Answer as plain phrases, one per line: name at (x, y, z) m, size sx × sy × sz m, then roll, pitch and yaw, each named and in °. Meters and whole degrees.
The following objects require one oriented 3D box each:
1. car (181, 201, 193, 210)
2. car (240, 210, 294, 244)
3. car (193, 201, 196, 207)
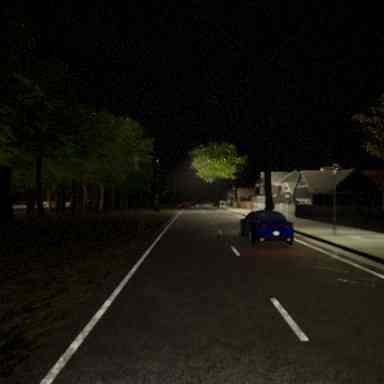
car at (-1.231, 2.768, 66.826) m, size 1.812 × 1.442 × 4.674 m, roll 0°, pitch -1°, yaw 0°
car at (3.598, 1.644, 16.680) m, size 1.882 × 1.535 × 5.008 m, roll 0°, pitch -1°, yaw 0°
car at (-0.007, 3.048, 85.124) m, size 2.033 × 1.411 × 5.357 m, roll 0°, pitch -1°, yaw 0°
